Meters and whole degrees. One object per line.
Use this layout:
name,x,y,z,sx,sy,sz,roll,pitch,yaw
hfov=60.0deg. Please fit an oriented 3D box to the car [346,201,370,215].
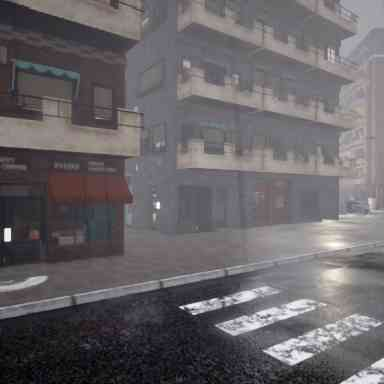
car,17.833,1.698,36.745,1.812,1.442,4.674,0,-1,5
